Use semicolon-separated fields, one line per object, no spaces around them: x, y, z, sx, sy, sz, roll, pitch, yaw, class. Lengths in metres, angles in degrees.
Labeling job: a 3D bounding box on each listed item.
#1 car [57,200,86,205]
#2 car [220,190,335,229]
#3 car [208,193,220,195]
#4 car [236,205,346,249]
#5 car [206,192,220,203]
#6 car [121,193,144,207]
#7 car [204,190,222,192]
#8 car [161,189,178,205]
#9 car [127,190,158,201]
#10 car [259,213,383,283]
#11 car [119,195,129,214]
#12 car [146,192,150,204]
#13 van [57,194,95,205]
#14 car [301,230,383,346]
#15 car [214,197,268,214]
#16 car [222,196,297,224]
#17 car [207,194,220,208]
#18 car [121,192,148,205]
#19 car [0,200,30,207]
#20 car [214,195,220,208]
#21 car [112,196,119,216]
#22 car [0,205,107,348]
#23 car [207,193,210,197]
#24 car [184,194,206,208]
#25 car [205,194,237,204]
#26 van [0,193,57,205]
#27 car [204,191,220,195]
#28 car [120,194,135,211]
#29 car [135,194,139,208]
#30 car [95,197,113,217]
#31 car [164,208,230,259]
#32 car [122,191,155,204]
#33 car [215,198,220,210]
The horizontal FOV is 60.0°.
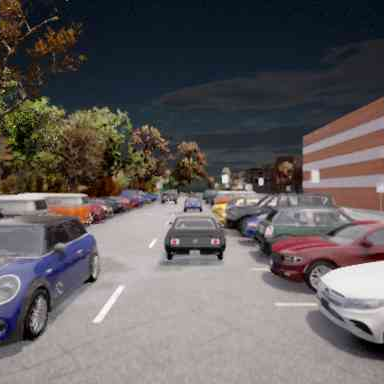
-8.161;1.337;16.464;4.892;1.521;2.231;0;1;0;car
4.386;1.084;16.523;5.566;2.045;2.435;0;1;0;car
4.444;1.160;36.304;4.792;1.488;2.163;0;1;0;car
4.412;1.404;13.700;4.674;1.452;2.002;0;1;0;car
4.417;1.112;41.956;4.674;1.452;2.002;0;1;0;car
-8.149;1.131;36.228;5.008;1.535;2.097;0;1;0;car
4.443;0.694;53.255;5.566;2.045;2.435;0;1;0;car
-3.250;0.654;48.622;2.150;2.045;5.566;0;1;0;car
-8.096;0.779;56.000;4.553;1.767;2.185;0;0;0;car
4.420;1.422;8.049;5.008;1.535;2.097;0;1;0;car
-8.148;1.220;27.633;5.008;1.535;2.097;0;1;0;car
-8.150;1.074;41.875;4.892;1.521;2.231;0;1;0;car
-8.269;1.080;19.287;4.442;1.987;1.878;0;1;0;van
4.417;1.492;5.224;4.674;1.452;2.002;0;1;0;car
4.417;1.229;30.654;4.674;1.452;2.002;0;1;0;car
4.383;1.151;22.175;4.553;1.767;2.185;0;1;0;car
4.229;1.215;27.828;5.366;1.575;1.946;0;1;0;car
-8.149;1.102;39.051;5.008;1.535;2.097;0;1;0;car
-8.125;1.269;10.691;4.553;1.767;2.185;0;1;0;car
4.600;1.244;25.002;5.366;1.575;1.946;0;1;0;car
-8.184;1.124;24.808;4.553;1.767;2.185;0;1;0;car
-3.352;1.311;6.432;2.097;1.767;4.553;0;1;0;car
4.412;1.142;39.130;4.674;1.452;2.002;0;1;0;car
0.101;1.212;34.946;2.033;1.411;5.357;0;1;0;car
4.417;1.018;50.434;4.674;1.452;2.002;0;1;0;car
-8.273;1.139;13.637;4.442;1.987;1.878;0;1;0;van
4.420;1.011;47.606;5.008;1.535;2.097;0;1;0;car
-8.158;1.191;30.456;5.008;1.535;2.097;0;1;0;car
-8.183;1.190;33.404;4.792;1.488;2.163;0;1;0;car
-8.159;1.278;21.986;5.008;1.535;2.097;0;1;0;car
0.096;1.501;12.172;1.895;1.301;4.718;0;1;0;car
-8.165;1.013;47.522;4.892;1.521;2.231;0;1;0;car
4.229;1.303;19.351;5.366;1.575;1.946;0;1;0;car
